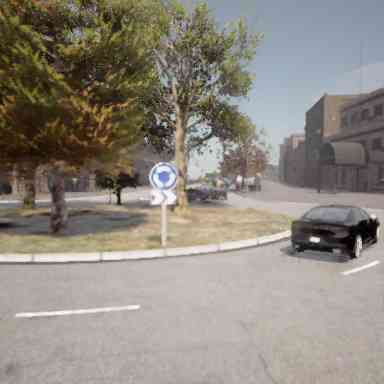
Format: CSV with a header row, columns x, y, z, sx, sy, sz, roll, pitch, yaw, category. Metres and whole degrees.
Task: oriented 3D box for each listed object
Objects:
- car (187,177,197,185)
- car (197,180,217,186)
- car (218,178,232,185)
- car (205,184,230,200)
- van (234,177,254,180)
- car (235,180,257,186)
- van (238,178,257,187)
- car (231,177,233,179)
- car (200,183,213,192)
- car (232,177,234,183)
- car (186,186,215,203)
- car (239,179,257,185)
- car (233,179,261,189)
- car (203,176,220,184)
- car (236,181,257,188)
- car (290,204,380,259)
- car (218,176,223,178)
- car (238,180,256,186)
x,y,z,sx,sy,sz,roll,pitch,yaw,category
-0.952,-2.867,94.633,2.097,1.535,5.008,1,4,13,car
2.280,-0.587,52.088,2.097,1.767,4.553,0,3,-1,car
7.215,-1.637,72.625,1.812,1.442,4.674,0,3,8,car
3.144,0.116,41.368,1.837,1.490,4.892,0,3,-6,car
11.773,-1.745,71.406,4.442,1.987,1.878,0,3,8,van
13.831,-2.311,84.778,5.366,1.575,1.946,1,4,11,car
13.646,-2.367,82.026,4.442,1.987,1.878,0,3,10,van
9.396,-2.456,86.120,2.033,1.411,5.357,1,4,11,car
2.739,-0.856,61.690,1.895,1.301,4.718,0,3,8,car
12.299,-1.923,74.098,5.566,2.045,2.435,0,3,8,car
-0.362,0.339,36.350,4.892,1.490,1.837,1,1,20,car
15.652,-2.775,92.753,4.792,1.488,2.163,1,4,13,car
11.102,-1.210,65.955,4.892,1.521,2.231,0,3,8,car
4.336,-1.900,73.672,2.150,2.045,5.566,0,3,8,car
12.640,-1.801,76.816,4.792,1.488,2.163,0,3,9,car
5.126,1.166,11.570,1.882,1.535,5.008,2,2,39,car
6.363,-2.549,86.243,1.882,1.535,5.008,1,4,11,car
14.525,-2.430,87.422,4.674,1.452,2.002,1,4,11,car
